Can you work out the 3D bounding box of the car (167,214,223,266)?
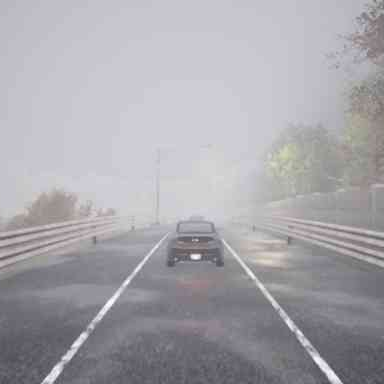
[{"bbox_3d":[0.113,1.784,12.569,1.837,1.490,4.892,0,-1,0],"label":"car"}]
